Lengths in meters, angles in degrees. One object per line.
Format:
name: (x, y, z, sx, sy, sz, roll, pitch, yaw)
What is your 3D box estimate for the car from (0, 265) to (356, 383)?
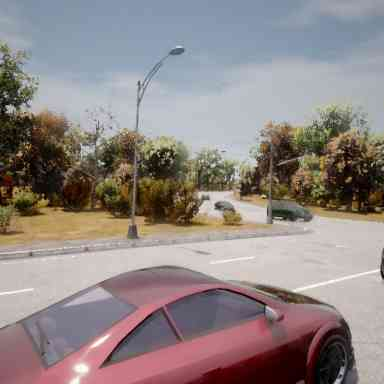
car: (-0.028, 1.572, 3.727, 4.181, 1.385, 1.994, 0, 0, -36)

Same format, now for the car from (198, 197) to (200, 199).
car: (0.536, 1.351, 69.038, 1.812, 1.442, 4.674, 2, 2, -9)

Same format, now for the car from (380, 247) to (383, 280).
car: (6.995, 1.487, 8.779, 4.553, 1.767, 2.097, 2, -1, -35)

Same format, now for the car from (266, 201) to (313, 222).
car: (10.156, 2.024, 35.031, 2.150, 2.045, 5.566, 3, -1, -24)

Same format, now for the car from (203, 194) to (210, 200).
car: (3.197, 1.130, 78.693, 2.128, 1.511, 4.902, 2, 2, -1)

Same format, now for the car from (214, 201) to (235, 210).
car: (4.796, 2.090, 49.269, 1.837, 1.490, 4.892, 3, 2, -17)
